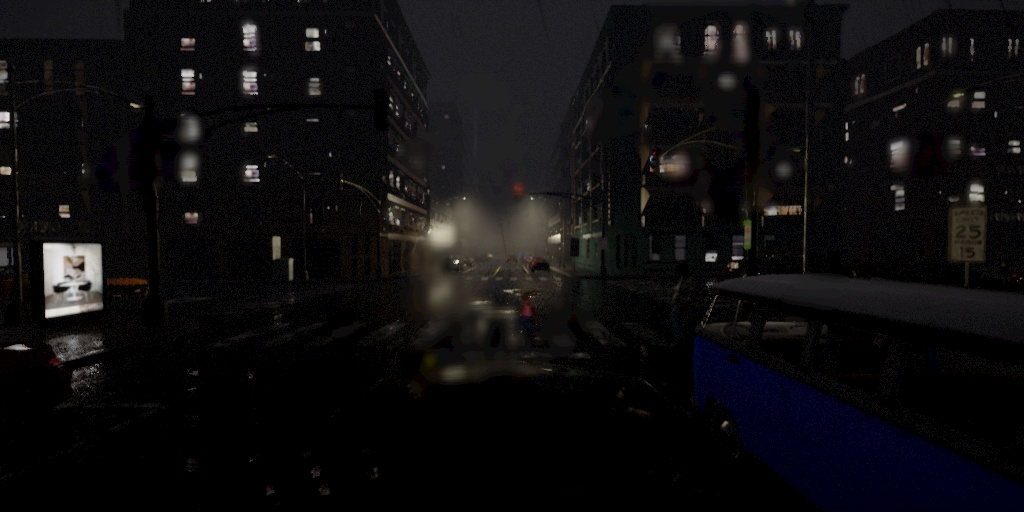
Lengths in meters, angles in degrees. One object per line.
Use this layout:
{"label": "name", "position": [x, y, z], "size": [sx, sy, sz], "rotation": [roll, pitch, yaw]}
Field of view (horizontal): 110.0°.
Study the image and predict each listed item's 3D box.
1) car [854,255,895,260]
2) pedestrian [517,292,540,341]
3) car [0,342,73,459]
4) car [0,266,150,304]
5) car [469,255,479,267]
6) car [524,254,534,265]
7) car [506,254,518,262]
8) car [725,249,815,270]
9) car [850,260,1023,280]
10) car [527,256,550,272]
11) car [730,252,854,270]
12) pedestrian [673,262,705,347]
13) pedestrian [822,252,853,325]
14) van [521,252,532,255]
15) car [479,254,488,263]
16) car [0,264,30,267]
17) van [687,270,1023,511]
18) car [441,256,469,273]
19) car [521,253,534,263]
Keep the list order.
{"label": "car", "position": [21.346, 0.641, 21.795], "size": [4.507, 1.381, 1.888], "rotation": [0, 0, 0]}
{"label": "pedestrian", "position": [0.365, 0.953, 7.956], "size": [0.375, 1.860, 0.375], "rotation": [0, 1, 0]}
{"label": "car", "position": [-5.693, 1.325, 2.214], "size": [1.802, 1.307, 4.207], "rotation": [0, 0, 0]}
{"label": "car", "position": [-18.946, 1.291, 15.715], "size": [5.008, 1.535, 1.882], "rotation": [-1, 1, 0]}
{"label": "car", "position": [-5.685, 0.689, 45.662], "size": [1.948, 1.339, 4.313], "rotation": [0, 0, 0]}
{"label": "car", "position": [2.695, 0.767, 40.125], "size": [1.948, 1.339, 4.313], "rotation": [0, 0, 0]}
{"label": "car", "position": [0.008, 0.395, 64.046], "size": [1.812, 1.442, 4.674], "rotation": [0, 1, 0]}
{"label": "car", "position": [15.775, 0.492, 21.757], "size": [5.009, 1.841, 2.192], "rotation": [0, 0, 0]}
{"label": "car", "position": [15.795, 0.929, 13.379], "size": [4.313, 1.339, 1.948], "rotation": [0, 0, 0]}
{"label": "car", "position": [2.694, 0.860, 34.602], "size": [1.802, 1.307, 4.207], "rotation": [0, 0, 0]}
{"label": "car", "position": [14.792, 0.749, 19.147], "size": [4.892, 1.490, 1.837], "rotation": [-2, 1, 0]}
{"label": "pedestrian", "position": [3.621, 0.962, 7.356], "size": [0.375, 1.860, 0.375], "rotation": [0, 1, 0]}
{"label": "pedestrian", "position": [6.042, 0.817, 6.735], "size": [0.375, 1.860, 0.375], "rotation": [0, 1, 0]}
{"label": "van", "position": [2.698, 0.312, 56.694], "size": [1.690, 1.789, 3.998], "rotation": [0, 0, 0]}
{"label": "car", "position": [-5.683, 0.439, 62.231], "size": [1.888, 1.381, 4.507], "rotation": [0, 0, 0]}
{"label": "car", "position": [-30.258, 1.287, 21.574], "size": [4.097, 1.591, 1.967], "rotation": [0, 0, 0]}
{"label": "van", "position": [2.689, 1.083, 2.212], "size": [1.690, 1.789, 3.998], "rotation": [0, 0, 0]}
{"label": "car", "position": [-5.687, 0.844, 34.616], "size": [1.948, 1.339, 4.313], "rotation": [0, 0, 0]}
{"label": "car", "position": [2.697, 0.592, 51.171], "size": [1.888, 1.381, 4.507], "rotation": [0, 0, 0]}
